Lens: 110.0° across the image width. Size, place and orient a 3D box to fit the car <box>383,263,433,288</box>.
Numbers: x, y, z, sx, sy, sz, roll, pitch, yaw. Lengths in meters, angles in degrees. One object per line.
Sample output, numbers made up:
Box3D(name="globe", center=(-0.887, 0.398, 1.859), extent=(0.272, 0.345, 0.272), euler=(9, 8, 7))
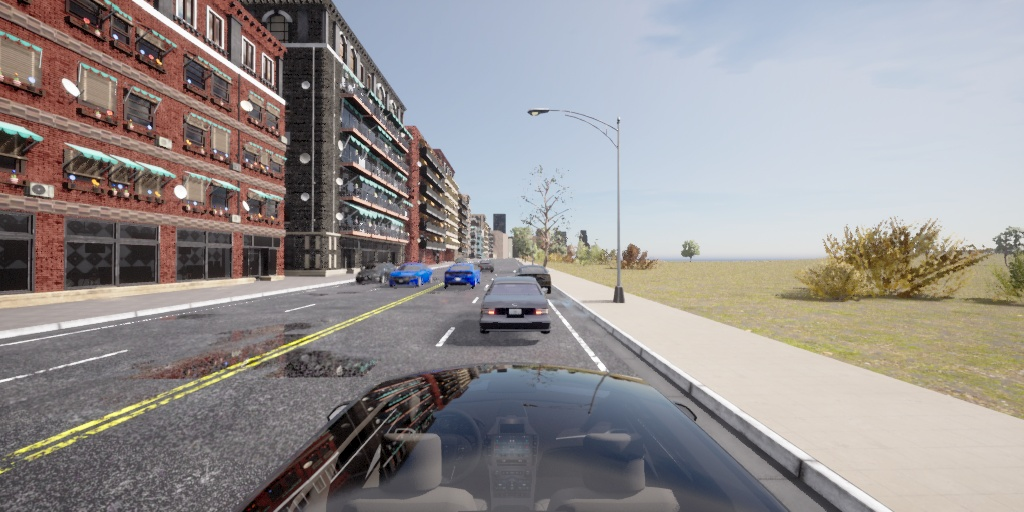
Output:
Box3D(name="car", center=(-6.629, 1.230, 23.915), extent=(1.882, 1.535, 5.008), euler=(0, 0, 0))

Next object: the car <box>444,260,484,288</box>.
Box3D(name="car", center=(-3.179, 1.230, 23.564), extent=(1.882, 1.535, 5.008), euler=(0, 0, 0))

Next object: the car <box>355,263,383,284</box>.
Box3D(name="car", center=(-9.884, 1.257, 26.617), extent=(1.837, 1.490, 4.892), euler=(0, 0, 0))

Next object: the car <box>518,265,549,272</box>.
Box3D(name="car", center=(1.112, 1.230, 20.371), extent=(1.882, 1.535, 5.008), euler=(0, 0, 0))

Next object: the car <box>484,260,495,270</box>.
Box3D(name="car", center=(-3.205, 1.238, 44.774), extent=(2.128, 1.511, 4.902), euler=(0, 0, 0))

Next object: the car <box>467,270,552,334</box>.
Box3D(name="car", center=(0.091, 1.299, 10.607), extent=(2.033, 1.411, 5.357), euler=(0, 0, 0))
